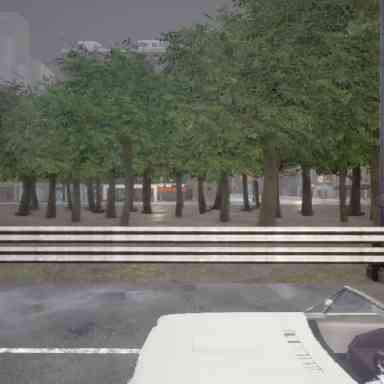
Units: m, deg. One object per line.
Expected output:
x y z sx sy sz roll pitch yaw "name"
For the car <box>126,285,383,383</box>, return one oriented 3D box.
1.776 1.601 2.913 4.718 1.301 1.895 0 0 1 "car"
